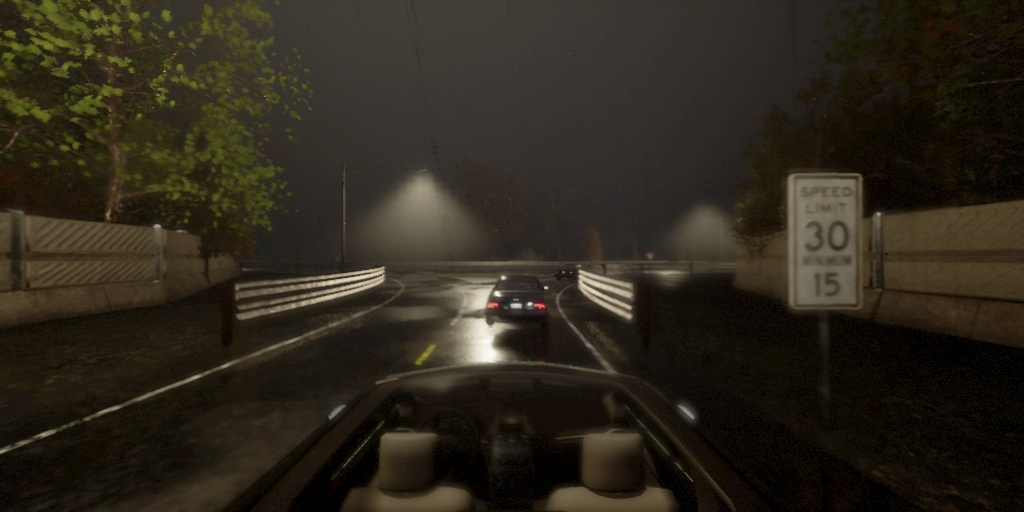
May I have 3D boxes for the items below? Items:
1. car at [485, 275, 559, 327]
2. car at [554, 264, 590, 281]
[{"bbox_3d":[0.227,1.344,11.741,2.033,1.411,5.357,0,0,2],"label":"car"},{"bbox_3d":[5.496,1.440,32.336,2.033,1.411,5.357,0,0,28],"label":"car"}]
